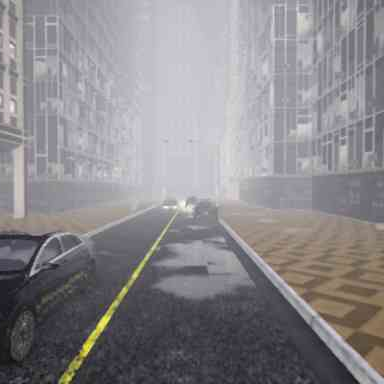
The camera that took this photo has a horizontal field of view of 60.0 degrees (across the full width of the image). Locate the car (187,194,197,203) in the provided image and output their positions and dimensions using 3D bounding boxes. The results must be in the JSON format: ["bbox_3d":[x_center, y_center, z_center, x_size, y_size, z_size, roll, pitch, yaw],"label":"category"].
[{"bbox_3d":[-0.022,1.214,62.060,1.882,1.535,5.008,0,0,0],"label":"car"}]

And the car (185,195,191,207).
[{"bbox_3d":[0.006,1.297,46.884,1.837,1.490,4.892,0,0,0],"label":"car"}]

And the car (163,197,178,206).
[{"bbox_3d":[-3.091,1.350,48.408,1.994,1.385,4.181,0,0,0],"label":"car"}]

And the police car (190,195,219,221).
[{"bbox_3d":[1.040,1.301,26.383,1.930,1.638,5.238,0,0,0],"label":"police car"}]

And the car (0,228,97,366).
[{"bbox_3d":[-3.102,1.461,5.824,2.128,1.511,4.902,0,0,0],"label":"car"}]
